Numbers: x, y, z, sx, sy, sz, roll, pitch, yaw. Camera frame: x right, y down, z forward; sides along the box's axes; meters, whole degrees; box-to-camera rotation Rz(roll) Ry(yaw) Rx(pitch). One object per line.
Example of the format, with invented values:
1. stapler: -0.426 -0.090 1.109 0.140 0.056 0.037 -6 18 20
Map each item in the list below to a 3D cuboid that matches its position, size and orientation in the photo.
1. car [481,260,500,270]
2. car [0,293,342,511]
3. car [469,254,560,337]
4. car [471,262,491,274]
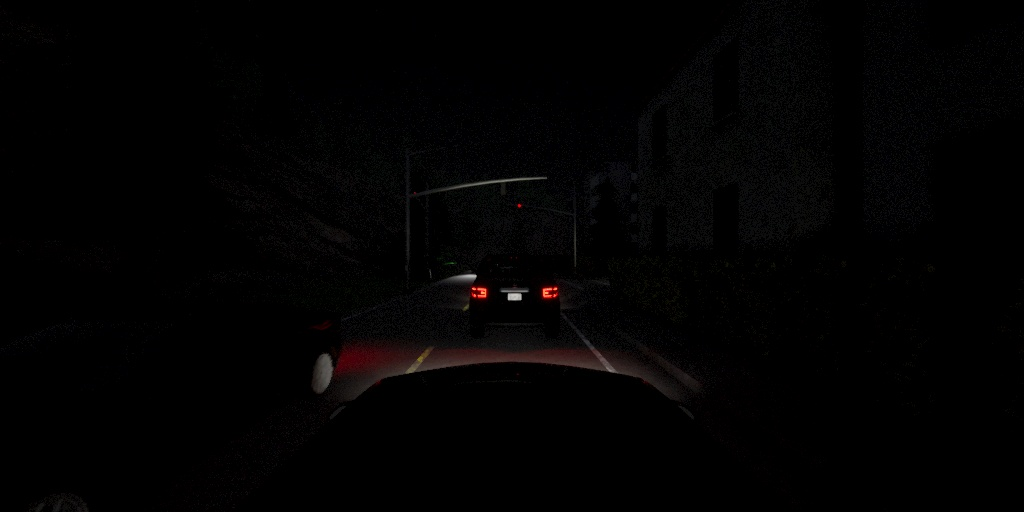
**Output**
1. car: -3.060 1.275 52.142 1.812 1.442 4.674 0 0 8
2. car: -3.604 1.227 3.613 1.882 1.535 5.008 0 0 0
3. car: 0.065 0.971 10.384 2.150 2.045 5.566 0 0 0
4. car: -3.590 1.350 42.081 1.895 1.301 4.718 0 0 1
